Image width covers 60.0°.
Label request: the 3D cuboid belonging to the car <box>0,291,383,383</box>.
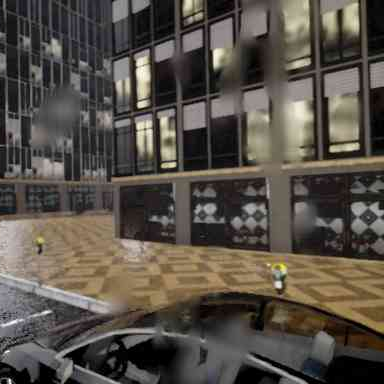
[{"bbox_3d":[0.063,1.581,2.820,4.313,1.339,1.947,-1,-2,36],"label":"car"}]
